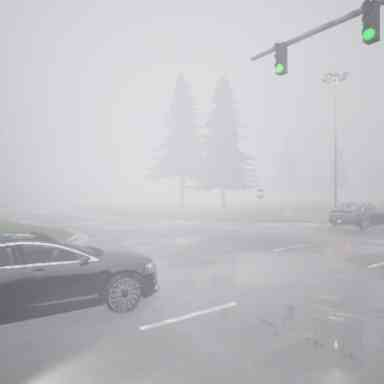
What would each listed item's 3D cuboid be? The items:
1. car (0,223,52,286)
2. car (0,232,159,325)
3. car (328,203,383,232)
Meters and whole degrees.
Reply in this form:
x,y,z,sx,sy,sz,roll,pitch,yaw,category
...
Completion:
x,y,z,sx,sy,sz,roll,pitch,yaw,category
-6.088,1.604,8.001,4.718,1.301,1.895,0,0,-35,car
-2.949,1.487,5.942,4.902,1.511,2.128,0,0,-35,car
9.973,1.381,19.452,4.902,1.511,2.128,0,0,-35,car
